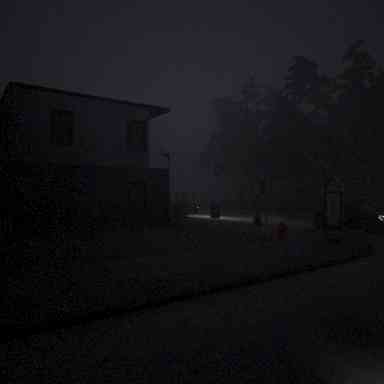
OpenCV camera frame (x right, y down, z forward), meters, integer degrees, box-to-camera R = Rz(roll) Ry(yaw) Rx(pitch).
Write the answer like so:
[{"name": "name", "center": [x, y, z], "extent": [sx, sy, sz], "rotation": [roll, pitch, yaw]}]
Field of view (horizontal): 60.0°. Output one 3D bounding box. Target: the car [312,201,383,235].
[{"name": "car", "center": [9.275, 1.340, 18.944], "extent": [2.097, 1.767, 4.553], "rotation": [0, 0, -36]}]

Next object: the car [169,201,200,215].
[{"name": "car", "center": [-1.247, 1.588, 33.650], "extent": [1.895, 1.301, 4.718], "rotation": [0, 0, -36]}]

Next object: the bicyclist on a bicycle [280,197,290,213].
[{"name": "bicyclist on a bicycle", "center": [9.320, 1.331, 33.312], "extent": [1.656, 1.620, 0.582], "rotation": [0, 0, -36]}]
